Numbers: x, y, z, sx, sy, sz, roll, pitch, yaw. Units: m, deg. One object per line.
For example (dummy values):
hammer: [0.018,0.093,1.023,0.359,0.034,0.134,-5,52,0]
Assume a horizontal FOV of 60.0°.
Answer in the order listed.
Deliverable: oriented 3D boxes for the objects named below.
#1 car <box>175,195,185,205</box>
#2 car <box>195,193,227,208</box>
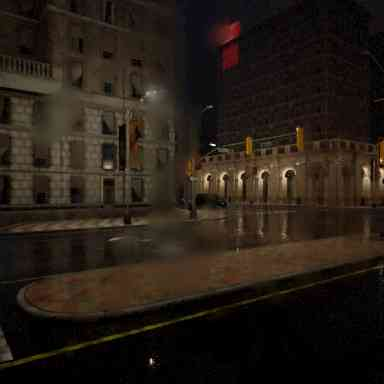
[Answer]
car: [-3.164,1.352,56.412,2.097,1.767,4.553,0,0,-35]
car: [2.670,1.221,48.161,2.150,2.045,5.566,0,0,-35]
